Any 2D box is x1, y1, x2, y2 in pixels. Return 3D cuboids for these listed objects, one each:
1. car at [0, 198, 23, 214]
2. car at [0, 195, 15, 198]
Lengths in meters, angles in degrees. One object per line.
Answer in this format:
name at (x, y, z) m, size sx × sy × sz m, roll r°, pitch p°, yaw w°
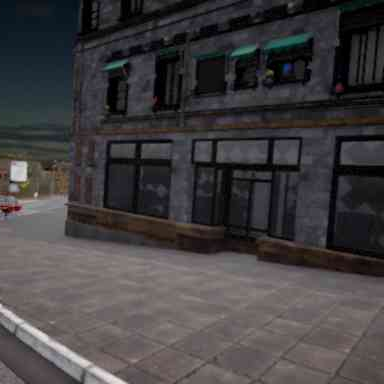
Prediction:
car at (-20.929, 1.731, 37.947) m, size 1.895 × 1.301 × 4.718 m, roll 4°, pitch -1°, yaw -11°
car at (-26.343, 1.263, 46.814) m, size 2.097 × 1.767 × 4.553 m, roll 4°, pitch -1°, yaw -10°
